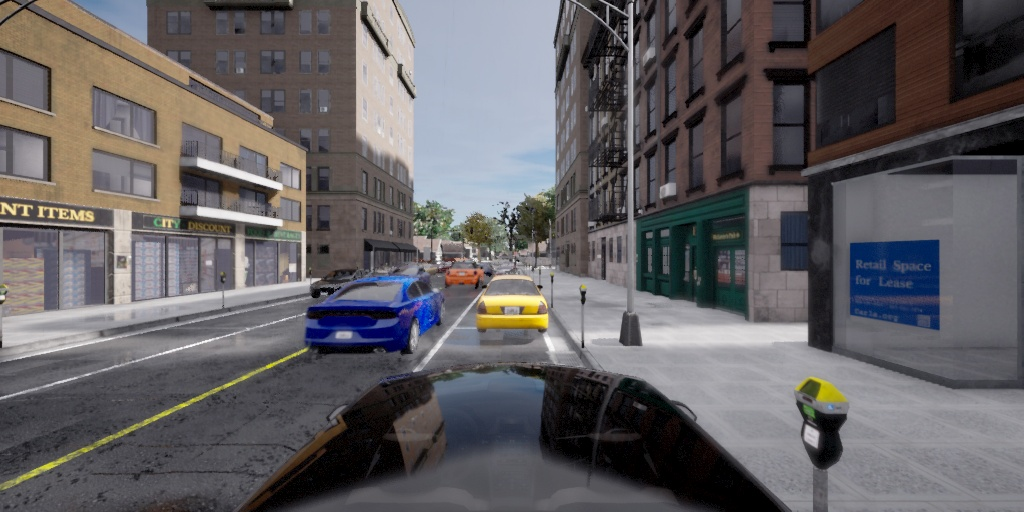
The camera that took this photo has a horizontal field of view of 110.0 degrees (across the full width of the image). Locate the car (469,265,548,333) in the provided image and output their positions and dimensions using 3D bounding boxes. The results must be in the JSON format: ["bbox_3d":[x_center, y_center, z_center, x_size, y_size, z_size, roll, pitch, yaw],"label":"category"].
[{"bbox_3d":[0.005,1.207,10.690,1.801,1.575,5.366,0,0,0],"label":"car"}]

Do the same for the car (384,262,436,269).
[{"bbox_3d":[-5.870,1.277,20.411,1.812,1.442,4.674,0,0,0],"label":"car"}]

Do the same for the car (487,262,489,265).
[{"bbox_3d":[-2.923,1.325,36.718,1.994,1.385,4.181,0,0,0],"label":"car"}]

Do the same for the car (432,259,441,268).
[{"bbox_3d":[-8.408,1.285,34.586,1.751,1.417,4.829,0,0,0],"label":"car"}]

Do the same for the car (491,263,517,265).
[{"bbox_3d":[-0.383,1.334,23.722,1.802,1.307,4.207,0,0,0],"label":"car"}]

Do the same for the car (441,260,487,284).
[{"bbox_3d":[-3.022,1.104,23.726,2.097,1.767,4.553,0,0,0],"label":"car"}]

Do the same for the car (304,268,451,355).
[{"bbox_3d":[-2.922,1.227,8.717,1.882,1.535,5.008,0,0,0],"label":"car"}]

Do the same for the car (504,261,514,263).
[{"bbox_3d":[-0.383,1.281,29.411,1.751,1.417,4.829,0,0,0],"label":"car"}]

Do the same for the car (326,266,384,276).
[{"bbox_3d":[-8.408,1.316,18.201,1.948,1.339,4.313,0,0,0],"label":"car"}]
